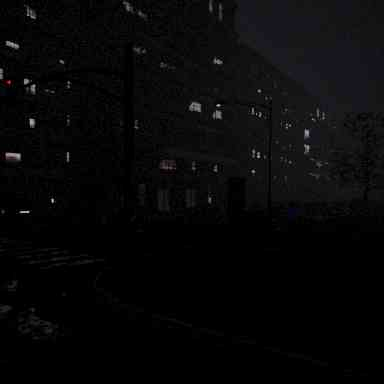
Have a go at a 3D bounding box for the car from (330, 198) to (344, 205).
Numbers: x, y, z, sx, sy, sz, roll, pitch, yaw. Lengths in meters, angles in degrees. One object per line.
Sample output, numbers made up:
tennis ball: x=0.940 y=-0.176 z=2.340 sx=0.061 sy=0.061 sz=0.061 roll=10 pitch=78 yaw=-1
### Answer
car: x=33.711 y=2.176 z=77.150 sx=1.947 sy=1.339 sz=4.313 roll=1 pitch=0 yaw=36

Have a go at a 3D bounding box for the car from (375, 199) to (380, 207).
car: x=33.883 y=2.103 z=63.264 sx=1.967 sy=1.590 sz=4.097 roll=1 pitch=0 yaw=36

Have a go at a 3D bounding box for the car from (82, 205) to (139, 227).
car: x=-5.697 y=1.626 z=23.710 sx=2.008 sy=1.369 sz=4.403 roll=1 pitch=0 yaw=36

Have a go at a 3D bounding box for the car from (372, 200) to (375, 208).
car: x=30.598 y=2.202 z=58.810 sx=1.802 sy=1.307 sz=4.206 roll=1 pitch=0 yaw=36

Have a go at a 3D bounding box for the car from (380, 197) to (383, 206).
car: x=37.167 y=2.251 z=67.717 sx=1.887 sy=1.381 sz=4.507 roll=1 pitch=0 yaw=36

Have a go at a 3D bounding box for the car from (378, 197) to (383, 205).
car: x=47.022 y=2.150 z=81.078 sx=2.192 sy=1.841 sz=5.009 roll=1 pitch=0 yaw=36

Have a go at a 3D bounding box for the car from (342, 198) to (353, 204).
car: x=40.179 y=2.220 z=85.920 sx=1.752 sy=1.417 sz=4.829 roll=1 pitch=0 yaw=36

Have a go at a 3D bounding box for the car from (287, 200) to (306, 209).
car: x=17.291 y=1.974 z=54.884 sx=1.802 sy=1.307 sz=4.206 roll=1 pitch=0 yaw=36

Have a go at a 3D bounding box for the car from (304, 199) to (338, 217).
car: x=14.180 y=1.837 z=36.544 sx=1.967 sy=1.590 sz=4.097 roll=1 pitch=0 yaw=36

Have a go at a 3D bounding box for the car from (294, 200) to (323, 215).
car: x=14.598 y=1.866 z=41.464 sx=1.882 sy=1.535 sz=5.008 roll=1 pitch=0 yaw=37

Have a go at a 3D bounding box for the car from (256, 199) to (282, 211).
car: x=10.725 y=1.743 z=45.977 sx=1.967 sy=1.590 sz=4.097 roll=1 pitch=0 yaw=36

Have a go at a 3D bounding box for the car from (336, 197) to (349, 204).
car: x=36.997 y=2.093 z=81.604 sx=1.967 sy=1.590 sz=4.097 roll=1 pitch=0 yaw=36

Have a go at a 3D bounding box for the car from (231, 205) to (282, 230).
car: x=4.327 y=1.826 z=23.183 sx=1.947 sy=1.339 sz=4.313 roll=1 pitch=0 yaw=36

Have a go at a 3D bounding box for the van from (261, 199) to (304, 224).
van: x=7.613 y=1.647 z=27.637 sx=1.690 sy=1.788 sz=3.998 roll=1 pitch=0 yaw=36

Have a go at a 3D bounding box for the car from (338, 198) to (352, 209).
car: x=24.020 y=2.064 z=54.263 sx=2.033 sy=1.411 sz=5.357 roll=1 pitch=0 yaw=37

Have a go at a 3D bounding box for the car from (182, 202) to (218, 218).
car: x=0.872 y=1.712 z=32.616 sx=1.887 sy=1.381 sz=4.507 roll=1 pitch=0 yaw=36

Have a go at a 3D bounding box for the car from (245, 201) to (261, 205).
car: x=7.439 y=1.840 z=41.523 sx=1.802 sy=1.307 sz=4.206 roll=1 pitch=0 yaw=36

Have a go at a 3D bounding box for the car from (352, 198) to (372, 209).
car: x=27.317 y=1.891 z=54.358 sx=2.192 sy=1.841 sz=5.009 roll=1 pitch=0 yaw=36
